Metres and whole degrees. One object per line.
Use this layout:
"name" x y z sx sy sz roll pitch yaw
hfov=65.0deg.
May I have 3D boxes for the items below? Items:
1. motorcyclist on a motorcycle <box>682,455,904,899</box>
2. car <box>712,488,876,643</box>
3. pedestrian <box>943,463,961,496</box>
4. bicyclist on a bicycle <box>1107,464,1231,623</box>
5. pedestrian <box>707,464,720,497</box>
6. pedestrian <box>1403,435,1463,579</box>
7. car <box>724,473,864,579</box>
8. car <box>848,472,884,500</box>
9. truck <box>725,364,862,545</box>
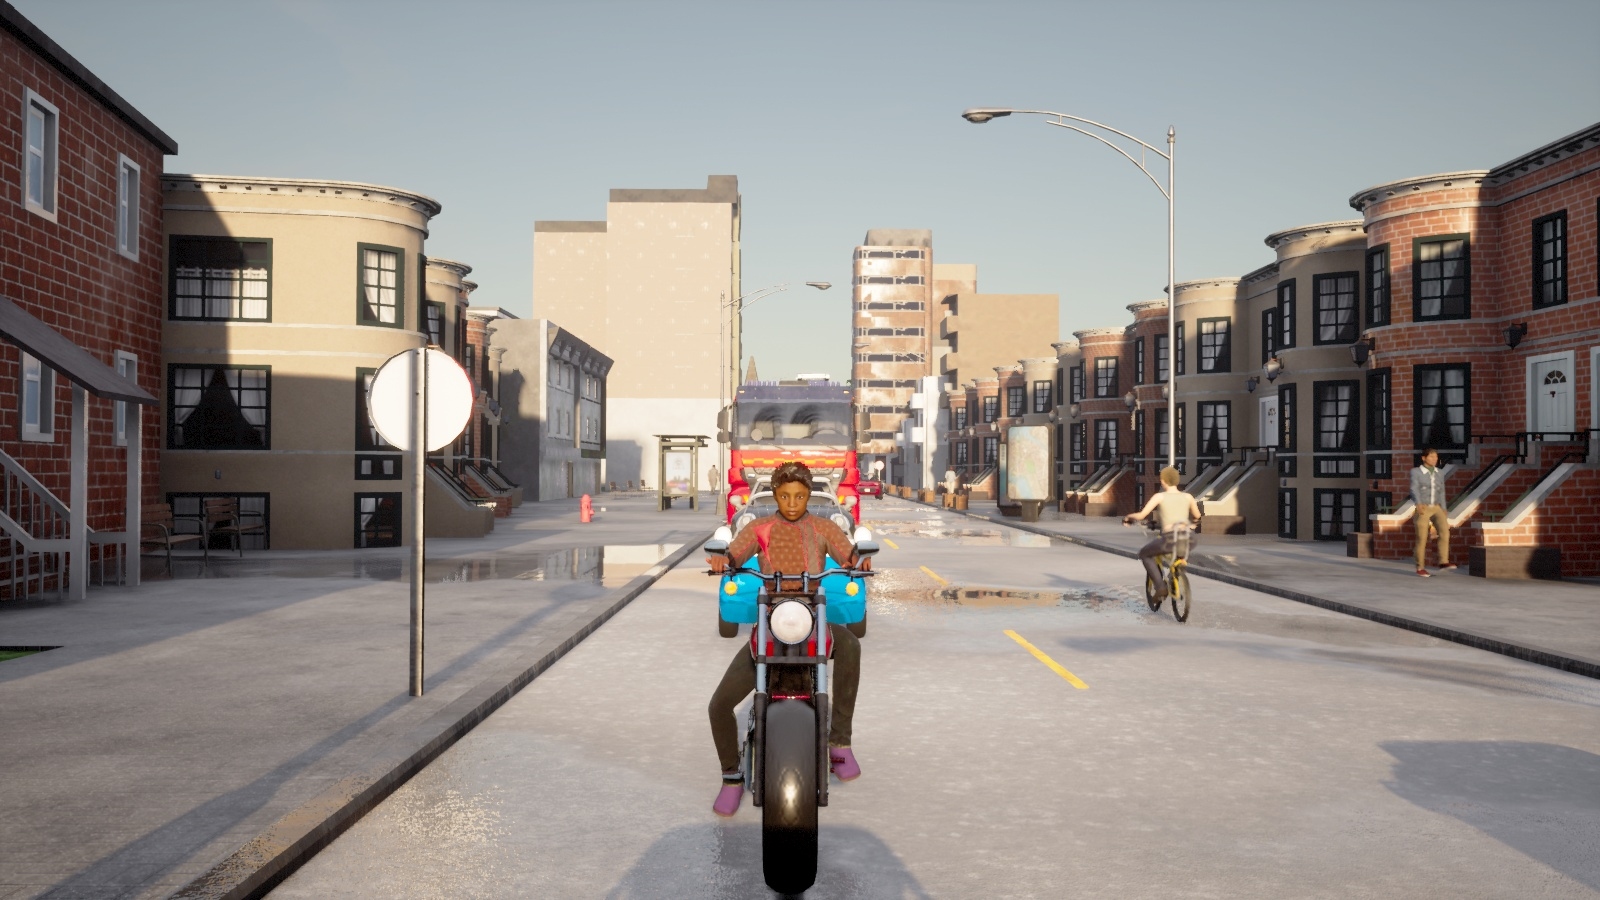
"motorcyclist on a motorcycle" -0.031 0.858 5.541 0.766 1.649 2.350 0 -1 0
"car" -0.062 1.078 12.451 1.481 1.376 2.207 0 -1 0
"pedestrian" 8.800 1.709 72.830 0.874 1.855 0.900 0 -1 -3
"bicyclist on a bicycle" 3.937 0.962 13.524 0.866 1.612 1.509 0 -1 -1
"pedestrian" -5.173 1.803 75.097 0.659 1.952 0.873 0 -1 1
"pedestrian" 8.803 0.782 17.481 0.423 1.949 0.788 0 -1 0
"car" -0.096 1.109 19.632 1.970 1.475 3.806 0 -1 0
"car" 3.674 1.994 70.472 1.816 1.474 4.193 0 -1 0
"truck" -0.150 0.167 30.826 2.891 3.827 8.468 0 -1 0
